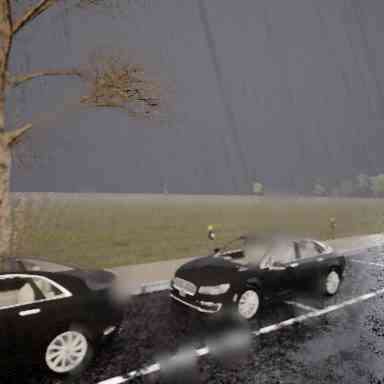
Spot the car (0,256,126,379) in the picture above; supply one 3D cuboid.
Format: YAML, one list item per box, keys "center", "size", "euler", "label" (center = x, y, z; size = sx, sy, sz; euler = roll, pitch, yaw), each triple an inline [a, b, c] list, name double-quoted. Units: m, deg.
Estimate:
- center: [-2.988, 1.548, 3.957]
  size: [4.403, 1.369, 2.008]
  euler: [1, 0, -36]
  label: "car"

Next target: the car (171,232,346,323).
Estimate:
- center: [1.614, 1.609, 7.241]
  size: [4.403, 1.369, 2.008]
  euler: [1, 0, -36]
  label: "car"
